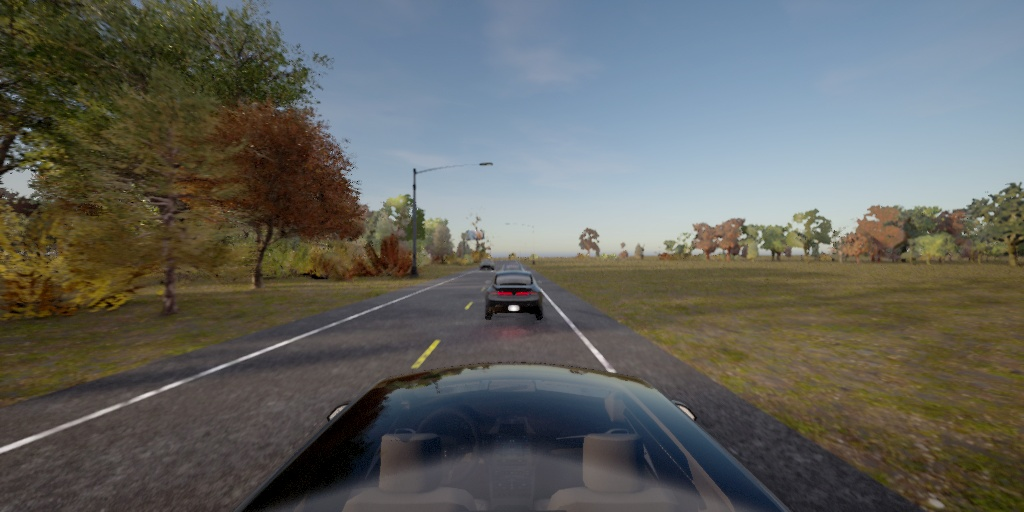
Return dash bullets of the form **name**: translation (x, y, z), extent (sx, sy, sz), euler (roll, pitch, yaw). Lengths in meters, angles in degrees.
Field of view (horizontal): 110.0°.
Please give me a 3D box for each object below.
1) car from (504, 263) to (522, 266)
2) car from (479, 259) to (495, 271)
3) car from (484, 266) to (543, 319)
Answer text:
- **car**: translation (0.058, 1.296, 27.924), extent (2.128, 1.511, 4.902), euler (0, 0, 0)
- **car**: translation (-3.592, 1.206, 52.428), extent (2.097, 1.767, 4.553), euler (0, 0, 0)
- **car**: translation (0.066, 1.279, 12.930), extent (1.837, 1.490, 4.892), euler (0, 0, 0)
